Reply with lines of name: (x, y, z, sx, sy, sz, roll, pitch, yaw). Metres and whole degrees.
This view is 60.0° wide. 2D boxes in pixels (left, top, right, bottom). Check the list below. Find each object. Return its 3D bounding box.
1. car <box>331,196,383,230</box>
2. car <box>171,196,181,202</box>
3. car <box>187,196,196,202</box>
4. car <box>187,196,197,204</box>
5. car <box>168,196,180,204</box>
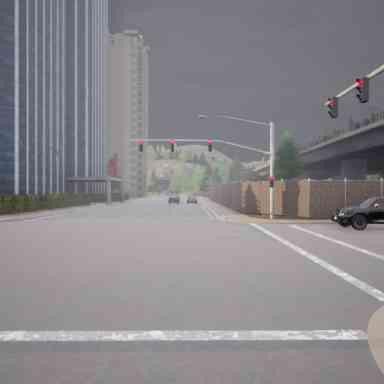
car: (11.817, 1.277, 20.970, 5.566, 2.045, 2.150, 0, 0, 0)
car: (-3.598, 1.540, 74.457, 2.033, 1.411, 5.357, 0, 0, 0)
car: (-0.099, 1.595, 74.598, 1.895, 1.301, 4.718, 0, 0, 0)
car: (0.014, 1.564, 64.636, 1.994, 1.385, 4.181, 0, 0, 0)
car: (-3.488, 1.478, 64.240, 1.882, 1.535, 5.008, 0, 0, 0)
